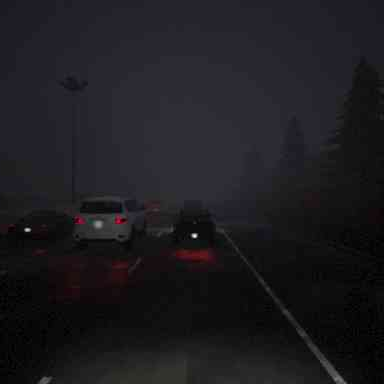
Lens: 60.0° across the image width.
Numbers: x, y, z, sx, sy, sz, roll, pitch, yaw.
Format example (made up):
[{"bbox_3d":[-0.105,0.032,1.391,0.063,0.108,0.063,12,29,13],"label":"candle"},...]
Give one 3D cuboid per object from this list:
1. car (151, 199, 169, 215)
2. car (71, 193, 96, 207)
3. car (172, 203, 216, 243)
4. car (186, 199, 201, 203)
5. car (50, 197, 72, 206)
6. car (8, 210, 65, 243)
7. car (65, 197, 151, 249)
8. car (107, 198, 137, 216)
[{"bbox_3d":[-3.369,1.462,33.205,1.882,1.535,5.008,0,0,0],"label":"car"},{"bbox_3d":[-17.501,1.192,53.842,2.150,2.045,5.566,0,0,1],"label":"car"},{"bbox_3d":[0.113,1.500,15.977,1.837,1.490,4.892,0,1,0],"label":"car"},{"bbox_3d":[0.131,1.463,33.210,1.882,1.535,5.008,0,0,0],"label":"car"},{"bbox_3d":[-21.004,1.536,53.524,1.994,1.385,4.181,0,0,1],"label":"car"},{"bbox_3d":[-6.886,1.556,15.939,1.994,1.385,4.181,0,0,0],"label":"car"},{"bbox_3d":[-3.386,1.216,14.718,2.150,2.045,5.566,0,0,0],"label":"car"},{"bbox_3d":[-6.869,1.462,33.216,1.882,1.535,5.008,0,0,0],"label":"car"}]
